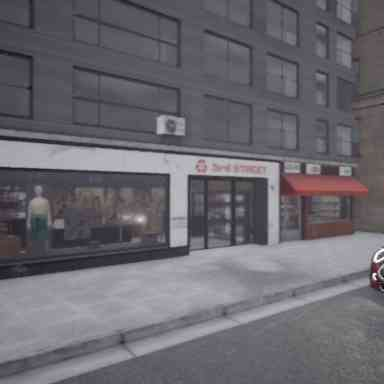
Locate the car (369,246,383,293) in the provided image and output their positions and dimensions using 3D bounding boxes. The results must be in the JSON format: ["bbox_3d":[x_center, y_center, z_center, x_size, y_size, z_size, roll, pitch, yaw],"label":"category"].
[{"bbox_3d":[6.122,1.402,7.739,4.553,1.767,2.097,0,0,-35],"label":"car"}]
